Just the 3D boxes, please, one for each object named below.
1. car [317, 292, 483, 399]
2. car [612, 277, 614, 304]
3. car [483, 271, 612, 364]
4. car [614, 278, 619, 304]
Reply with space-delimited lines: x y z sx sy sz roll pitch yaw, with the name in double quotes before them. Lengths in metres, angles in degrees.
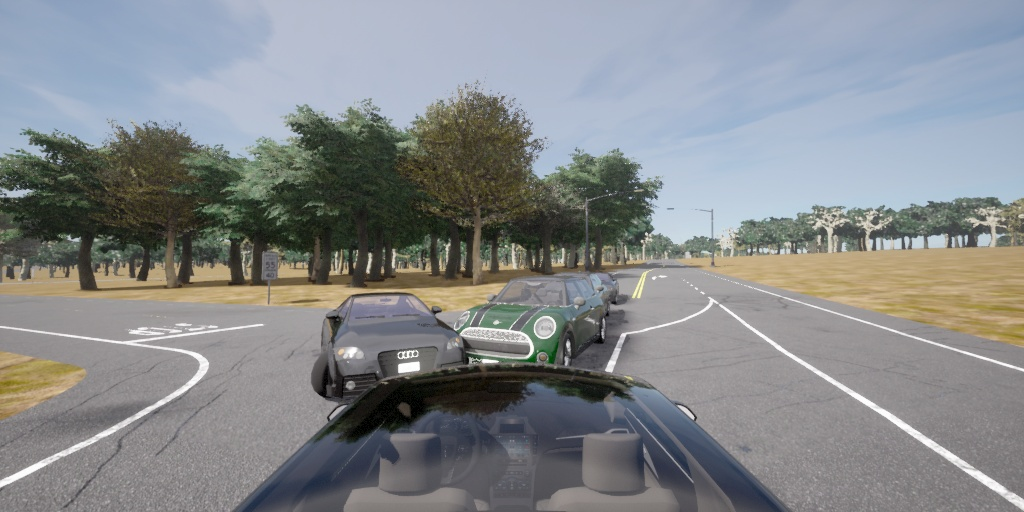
"car" -2.348 1.375 6.572 1.994 1.385 4.181 1 -2 -29
"car" 2.032 1.344 12.088 2.097 1.767 4.553 -1 -1 21
"car" 0.624 1.218 7.776 2.097 1.767 4.553 -1 -2 26
"car" 4.229 1.509 17.814 1.994 1.385 4.181 -1 0 19
